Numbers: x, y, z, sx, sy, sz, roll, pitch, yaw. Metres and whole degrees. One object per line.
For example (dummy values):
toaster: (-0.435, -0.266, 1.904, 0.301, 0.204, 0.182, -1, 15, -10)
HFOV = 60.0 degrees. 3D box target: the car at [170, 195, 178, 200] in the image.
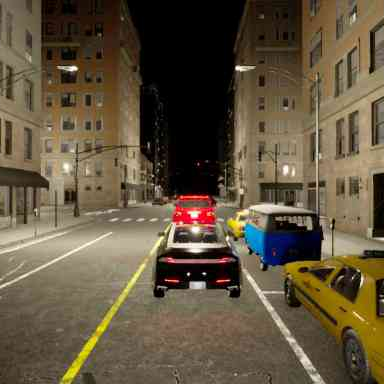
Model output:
car: (-4.946, 1.577, 92.734, 1.947, 1.339, 4.313, 1, 0, 1)

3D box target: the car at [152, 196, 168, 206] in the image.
car: (-5.480, 1.595, 54.032, 1.802, 1.307, 4.206, 1, 0, 1)

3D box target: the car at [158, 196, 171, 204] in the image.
car: (-5.327, 1.564, 65.090, 2.008, 1.369, 4.403, 1, 0, 1)

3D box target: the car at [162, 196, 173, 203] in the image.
car: (-5.251, 1.558, 70.618, 1.887, 1.381, 4.507, 1, 0, 1)

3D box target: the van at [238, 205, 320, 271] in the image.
van: (2.688, 1.344, 10.582, 1.690, 1.788, 3.998, 1, 0, 0)

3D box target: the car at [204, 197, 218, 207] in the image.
car: (3.045, 1.578, 53.919, 1.947, 1.339, 4.313, 1, 0, 1)

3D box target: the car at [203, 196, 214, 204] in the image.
car: (3.197, 1.563, 64.979, 2.008, 1.369, 4.403, 1, 0, 1)

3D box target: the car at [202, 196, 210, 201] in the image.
car: (3.426, 1.577, 81.570, 1.947, 1.339, 4.313, 1, 0, 1)

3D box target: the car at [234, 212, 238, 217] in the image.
car: (2.692, 1.530, 16.425, 1.752, 1.417, 4.829, 1, 0, 0)

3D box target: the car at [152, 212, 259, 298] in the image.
car: (0.107, 1.494, 8.511, 2.128, 1.511, 4.902, 0, 0, 0)

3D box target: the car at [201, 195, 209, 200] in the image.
car: (3.579, 1.561, 92.630, 2.008, 1.369, 4.403, 1, 0, 1)

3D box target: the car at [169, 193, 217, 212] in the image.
car: (0.119, 1.228, 18.697, 2.150, 2.045, 5.566, 0, 0, 0)

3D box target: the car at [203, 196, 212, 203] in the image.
car: (3.274, 1.557, 70.509, 1.887, 1.381, 4.507, 1, 0, 1)

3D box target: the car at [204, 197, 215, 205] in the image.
car: (3.121, 1.557, 59.449, 1.887, 1.381, 4.507, 1, 0, 1)

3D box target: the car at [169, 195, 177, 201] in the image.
car: (-5.024, 1.537, 87.035, 1.752, 1.417, 4.829, 1, 0, 1)

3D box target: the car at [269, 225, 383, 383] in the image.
car: (2.680, 1.527, 5.078, 1.752, 1.417, 4.829, 1, 0, 0)
